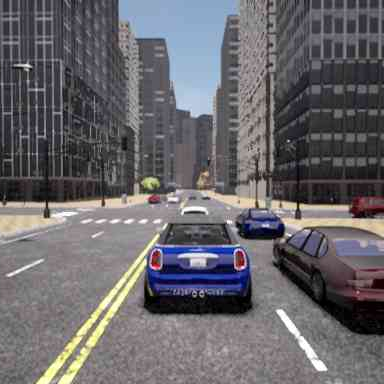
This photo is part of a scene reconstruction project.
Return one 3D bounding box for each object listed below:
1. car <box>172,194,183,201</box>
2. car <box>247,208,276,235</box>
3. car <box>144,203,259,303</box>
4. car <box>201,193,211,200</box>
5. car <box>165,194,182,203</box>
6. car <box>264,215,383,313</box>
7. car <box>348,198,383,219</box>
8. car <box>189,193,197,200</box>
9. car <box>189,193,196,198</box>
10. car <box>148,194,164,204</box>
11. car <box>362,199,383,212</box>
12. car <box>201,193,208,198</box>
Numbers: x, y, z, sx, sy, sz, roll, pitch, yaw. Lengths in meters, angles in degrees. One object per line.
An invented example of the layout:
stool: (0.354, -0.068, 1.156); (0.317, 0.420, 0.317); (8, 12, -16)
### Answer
car: (-3.091, 1.227, 72.478); (2.033, 1.411, 5.357); (0, 0, 0)
car: (3.387, 1.495, 17.193); (1.994, 1.385, 4.181); (0, 0, 0)
car: (0.119, 1.319, 8.295); (2.097, 1.767, 4.553); (0, 0, 0)
car: (3.427, 1.237, 80.198); (1.895, 1.301, 4.718); (0, 0, 0)
car: (-3.193, 1.284, 57.185); (1.812, 1.442, 4.674); (0, 0, 0)
car: (3.368, 1.516, 7.869); (2.033, 1.411, 5.357); (0, 0, 0)
car: (16.266, 1.419, 28.935); (5.009, 1.841, 2.192); (1, 1, 1)
car: (0.176, 1.183, 79.760); (2.033, 1.411, 5.357); (0, 0, 0)
car: (0.199, 0.955, 90.177); (1.812, 1.442, 4.674); (0, 0, 0)
car: (-6.443, 1.236, 57.253); (1.882, 1.535, 5.008); (0, 0, 0)
car: (21.892, 1.515, 37.210); (4.829, 1.417, 1.752); (1, 1, 1)
car: (3.449, 0.956, 90.169); (1.812, 1.442, 4.674); (0, 0, 0)
